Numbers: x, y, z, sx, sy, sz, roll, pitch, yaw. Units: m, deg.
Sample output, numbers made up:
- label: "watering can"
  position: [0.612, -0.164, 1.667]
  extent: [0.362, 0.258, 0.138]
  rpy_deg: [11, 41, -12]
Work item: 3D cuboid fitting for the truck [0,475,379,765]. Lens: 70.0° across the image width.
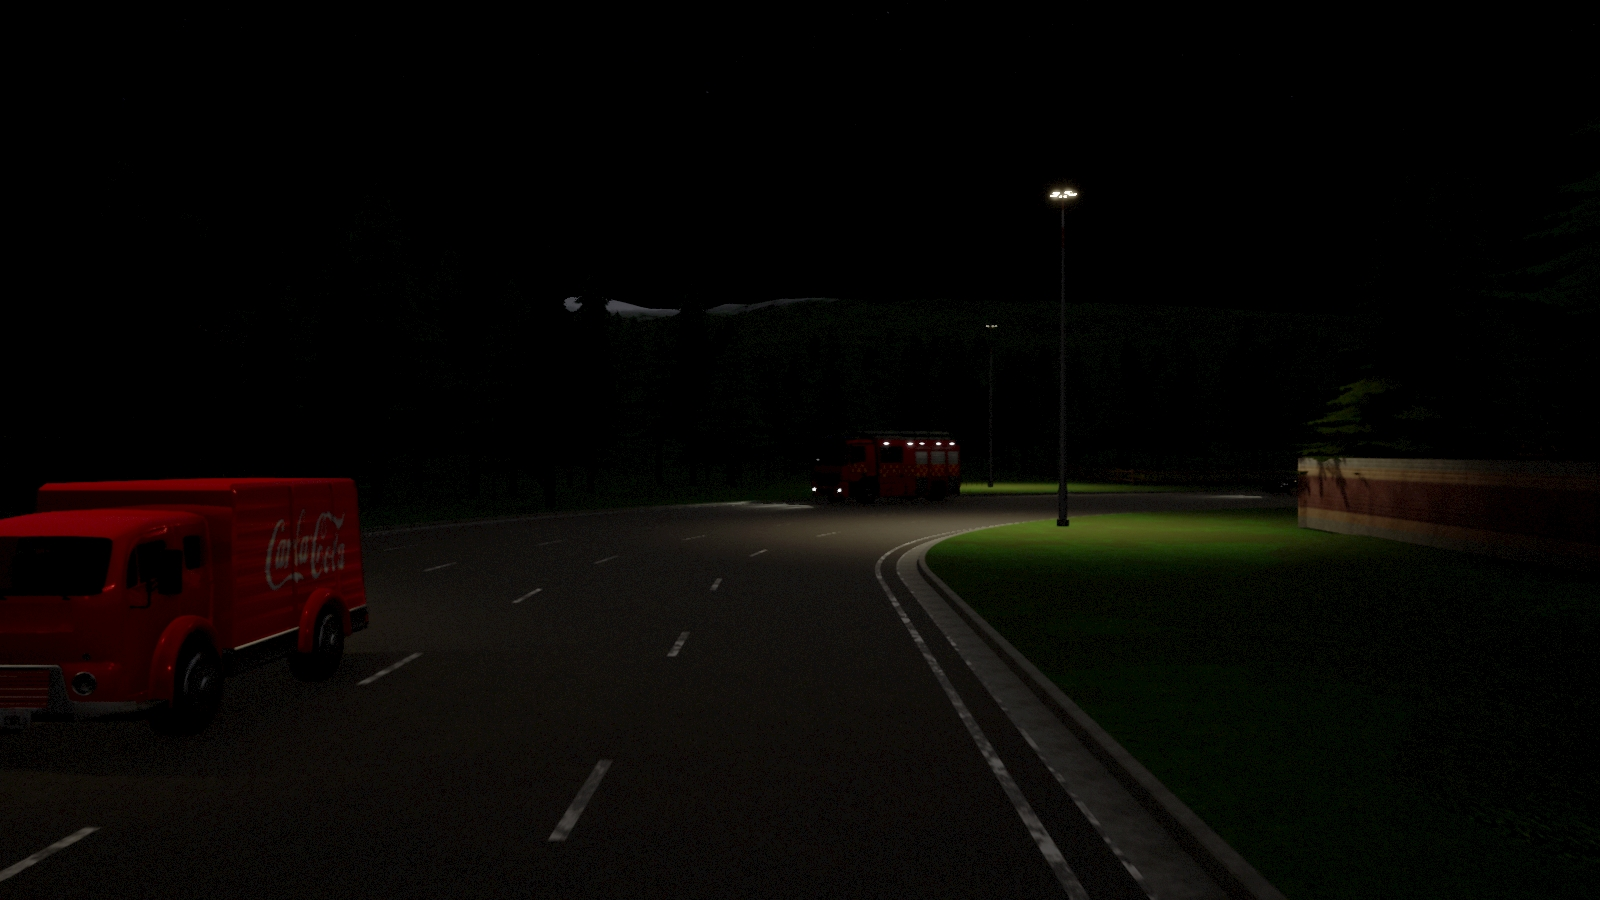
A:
- label: "truck"
  position: [-6.986, 1.570, 12.777]
  extent: [2.627, 2.467, 5.204]
  rpy_deg: [0, 0, 0]
